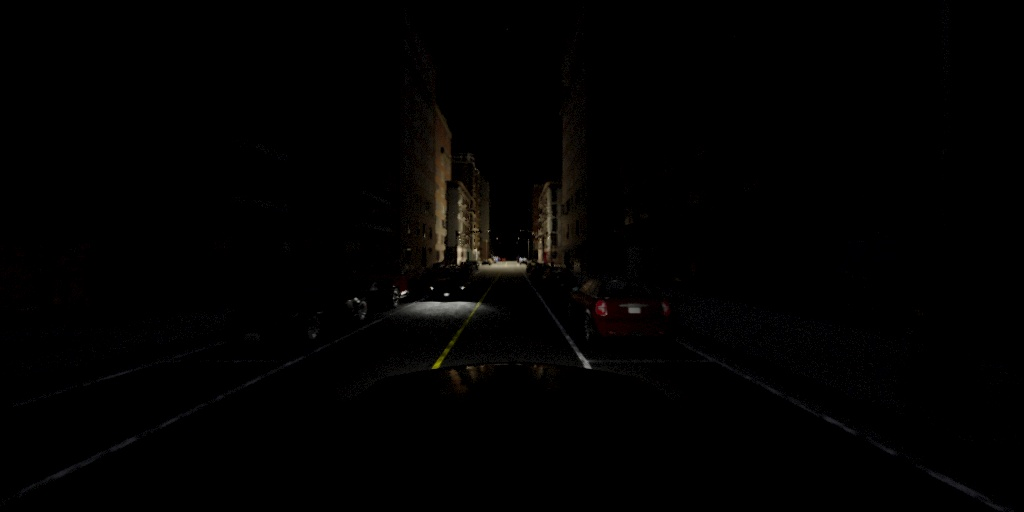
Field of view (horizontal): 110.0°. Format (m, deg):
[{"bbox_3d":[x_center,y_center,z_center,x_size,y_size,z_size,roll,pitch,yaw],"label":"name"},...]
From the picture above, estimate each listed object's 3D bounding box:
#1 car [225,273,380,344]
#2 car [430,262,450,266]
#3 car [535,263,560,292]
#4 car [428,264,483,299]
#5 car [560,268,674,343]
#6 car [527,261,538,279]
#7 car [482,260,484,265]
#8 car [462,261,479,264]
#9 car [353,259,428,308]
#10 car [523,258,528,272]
[{"bbox_3d":[-5.391,1.319,9.640,1.948,1.339,4.313,0,0,0],"label":"car"},{"bbox_3d":[-5.396,1.198,26.686,1.967,1.591,4.097,0,0,0],"label":"car"},{"bbox_3d":[2.631,1.307,21.010,2.007,1.370,4.403,0,0,0],"label":"car"},{"bbox_3d":[-2.855,1.303,18.324,2.033,1.411,5.357,0,0,0],"label":"car"},{"bbox_3d":[2.634,1.193,9.648,1.967,1.591,4.097,0,0,0],"label":"car"},{"bbox_3d":[2.628,1.326,32.373,1.948,1.339,4.313,0,0,0],"label":"car"},{"bbox_3d":[-5.402,1.315,49.413,2.007,1.370,4.403,0,0,0],"label":"car"},{"bbox_3d":[-5.400,1.345,43.731,1.802,1.307,4.207,0,0,0],"label":"car"},{"bbox_3d":[-5.392,1.069,15.322,2.192,1.841,5.009,0,0,0],"label":"car"},{"bbox_3d":[2.625,1.289,43.905,1.751,1.417,4.829,0,0,0],"label":"car"}]
